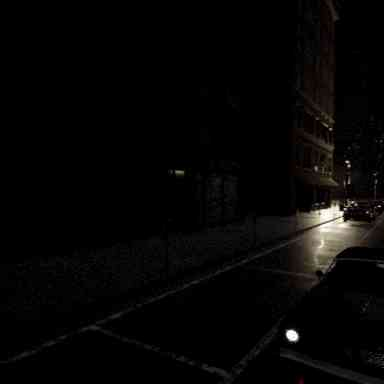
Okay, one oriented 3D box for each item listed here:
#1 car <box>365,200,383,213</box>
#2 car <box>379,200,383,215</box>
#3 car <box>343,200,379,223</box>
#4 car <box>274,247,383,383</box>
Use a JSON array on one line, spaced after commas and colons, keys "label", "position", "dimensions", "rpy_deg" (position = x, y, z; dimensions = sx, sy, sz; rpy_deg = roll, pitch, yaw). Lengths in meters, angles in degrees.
[{"label": "car", "position": [21.779, 1.639, 39.387], "dimensions": [1.887, 1.381, 4.507], "rpy_deg": [0, 0, 33]}, {"label": "car", "position": [15.814, 1.618, 30.132], "dimensions": [1.947, 1.339, 4.313], "rpy_deg": [0, 0, 33]}, {"label": "car", "position": [12.833, 1.472, 25.504], "dimensions": [1.967, 1.590, 4.097], "rpy_deg": [0, 0, 33]}, {"label": "car", "position": [2.834, 1.607, 4.864], "dimensions": [1.895, 1.301, 4.718], "rpy_deg": [1, 1, 34]}]
